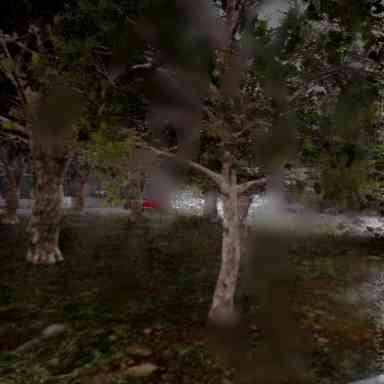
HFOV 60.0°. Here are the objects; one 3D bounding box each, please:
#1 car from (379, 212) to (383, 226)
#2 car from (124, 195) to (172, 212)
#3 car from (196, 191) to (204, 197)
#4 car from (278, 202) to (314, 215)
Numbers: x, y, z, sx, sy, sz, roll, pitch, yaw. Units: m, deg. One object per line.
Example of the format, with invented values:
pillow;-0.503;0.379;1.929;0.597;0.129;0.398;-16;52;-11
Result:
car;14.765;1.692;22.454;1.882;1.535;5.008;1;0;-3
car;-5.192;1.350;39.298;5.566;2.045;2.150;1;-1;0
car;2.256;0.444;72.990;1.946;1.575;5.366;0;3;20
car;11.611;1.820;37.236;1.994;1.385;4.181;0;0;-24
